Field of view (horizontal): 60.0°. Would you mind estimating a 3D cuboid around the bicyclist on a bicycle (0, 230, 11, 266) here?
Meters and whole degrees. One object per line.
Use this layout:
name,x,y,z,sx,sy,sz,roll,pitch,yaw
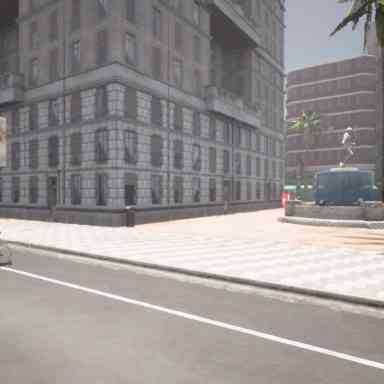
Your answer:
bicyclist on a bicycle,-6.071,1.446,9.626,0.582,1.620,1.656,0,1,35
